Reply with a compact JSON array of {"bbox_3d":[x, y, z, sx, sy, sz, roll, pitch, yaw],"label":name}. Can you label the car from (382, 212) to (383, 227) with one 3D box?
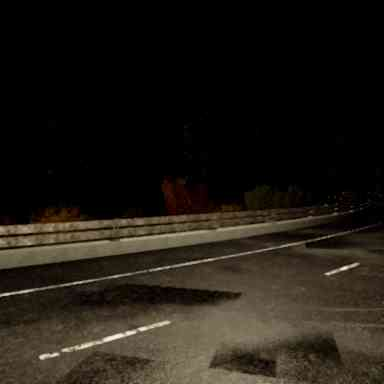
[{"bbox_3d":[13.762,1.492,21.531,1.837,1.490,4.892,0,0,42],"label":"car"}]
